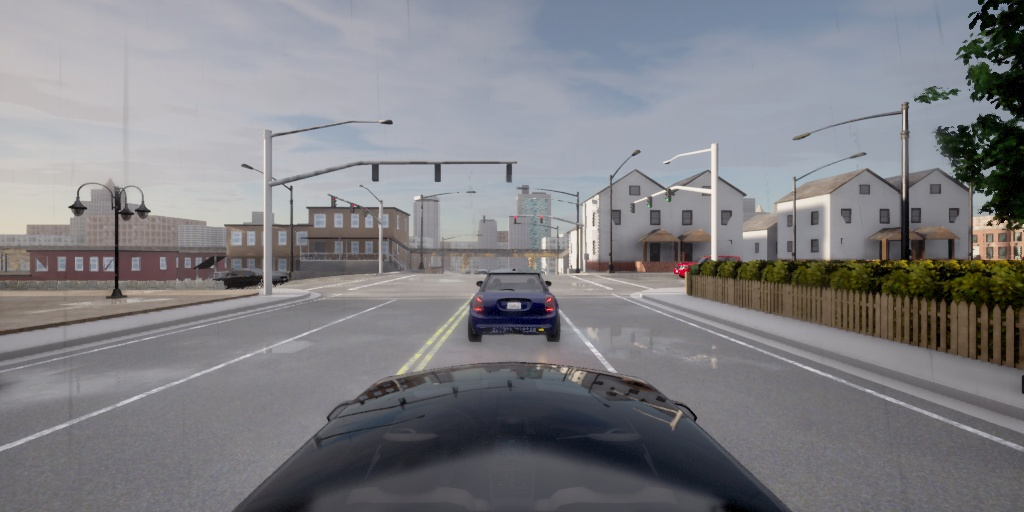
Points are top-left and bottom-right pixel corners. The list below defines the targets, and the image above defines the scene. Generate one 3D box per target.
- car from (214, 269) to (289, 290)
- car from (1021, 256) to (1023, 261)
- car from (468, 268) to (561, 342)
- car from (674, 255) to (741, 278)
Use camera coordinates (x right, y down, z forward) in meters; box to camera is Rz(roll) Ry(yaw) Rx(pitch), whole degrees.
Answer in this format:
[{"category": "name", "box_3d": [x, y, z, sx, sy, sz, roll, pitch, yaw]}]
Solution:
[{"category": "car", "box_3d": [-19.426, 1.695, 26.770, 4.892, 1.490, 1.837, -5, 0, -1]}, {"category": "car", "box_3d": [42.784, 0.971, 27.774, 5.566, 2.045, 2.150, 0, 0, -1]}, {"category": "car", "box_3d": [0.055, 1.102, 9.942, 2.097, 1.767, 4.553, 0, 0, 0]}, {"category": "car", "box_3d": [17.042, 0.971, 31.060, 5.566, 2.045, 2.150, 0, 0, -1]}]
